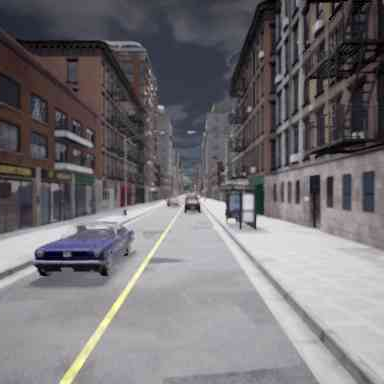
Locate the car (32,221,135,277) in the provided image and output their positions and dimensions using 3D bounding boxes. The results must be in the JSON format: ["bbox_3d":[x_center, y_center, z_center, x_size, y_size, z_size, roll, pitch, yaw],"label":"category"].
[{"bbox_3d":[-3.100,1.633,10.484,1.895,1.301,4.718,0,0,0],"label":"car"}]

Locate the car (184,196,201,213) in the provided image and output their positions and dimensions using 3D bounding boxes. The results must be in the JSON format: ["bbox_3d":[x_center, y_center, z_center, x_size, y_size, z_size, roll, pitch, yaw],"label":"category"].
[{"bbox_3d":[0.075,1.595,39.018,1.882,1.535,5.008,0,0,0],"label":"car"}]

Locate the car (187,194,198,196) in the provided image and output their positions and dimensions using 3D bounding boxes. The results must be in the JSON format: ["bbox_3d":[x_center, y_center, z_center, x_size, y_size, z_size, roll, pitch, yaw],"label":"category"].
[{"bbox_3d":[0.005,1.370,49.561,2.150,2.045,5.566,0,0,0],"label":"car"}]

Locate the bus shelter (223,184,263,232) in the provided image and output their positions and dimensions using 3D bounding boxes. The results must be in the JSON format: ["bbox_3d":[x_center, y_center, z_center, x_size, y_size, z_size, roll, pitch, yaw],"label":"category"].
[{"bbox_3d":[3.139,0.940,21.051,1.920,2.740,3.880,0,0,0],"label":"bus shelter"}]

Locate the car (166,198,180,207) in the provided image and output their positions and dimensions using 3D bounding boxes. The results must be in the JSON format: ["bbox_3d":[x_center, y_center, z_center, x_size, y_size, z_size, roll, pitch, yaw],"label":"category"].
[{"bbox_3d":[-3.052,1.683,53.606,1.812,1.442,4.674,0,0,1],"label":"car"}]
